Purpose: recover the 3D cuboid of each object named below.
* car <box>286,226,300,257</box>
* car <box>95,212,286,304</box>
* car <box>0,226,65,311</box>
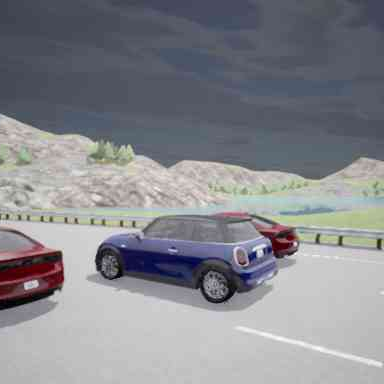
[{"bbox_3d":[1.105,1.433,11.548,5.008,1.535,1.882,0,0,34],"label":"car"},{"bbox_3d":[-0.313,1.318,8.278,4.553,1.767,2.097,0,0,34],"label":"car"},{"bbox_3d":[-4.851,1.441,7.092,5.008,1.535,1.882,0,0,33],"label":"car"}]
